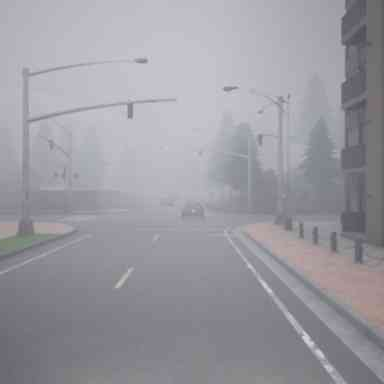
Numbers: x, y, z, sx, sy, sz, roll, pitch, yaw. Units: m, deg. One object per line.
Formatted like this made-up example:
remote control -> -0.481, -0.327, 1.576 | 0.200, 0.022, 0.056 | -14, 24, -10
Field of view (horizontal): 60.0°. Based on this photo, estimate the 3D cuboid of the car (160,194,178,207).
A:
car -> -3.585, 1.461, 48.581 | 2.033, 1.411, 5.357 | 0, 0, 0

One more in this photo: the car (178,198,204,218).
car -> 0.085, 1.511, 29.637 | 1.994, 1.385, 4.181 | 0, 0, 0

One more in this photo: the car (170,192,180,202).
car -> -3.514, 1.105, 66.805 | 2.150, 2.045, 5.566 | 0, 0, 0

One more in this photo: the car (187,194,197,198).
car -> -0.014, 1.191, 68.401 | 2.097, 1.767, 4.553 | 0, 0, 0
